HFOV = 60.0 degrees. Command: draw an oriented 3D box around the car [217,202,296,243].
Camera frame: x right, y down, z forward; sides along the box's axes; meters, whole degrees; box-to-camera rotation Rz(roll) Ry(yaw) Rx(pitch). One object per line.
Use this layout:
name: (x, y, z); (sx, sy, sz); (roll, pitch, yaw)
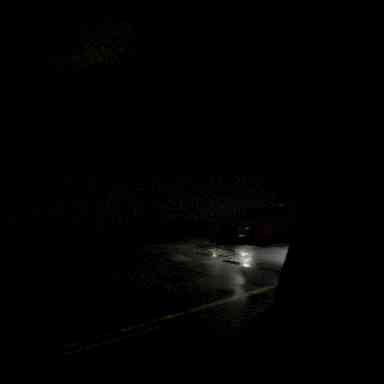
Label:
car: (3.273, 1.469, 16.376); (1.882, 1.535, 5.008); (0, 0, 44)

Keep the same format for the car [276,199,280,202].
car: (14.313, 1.501, 62.457); (2.033, 1.411, 5.357); (0, 0, -24)
